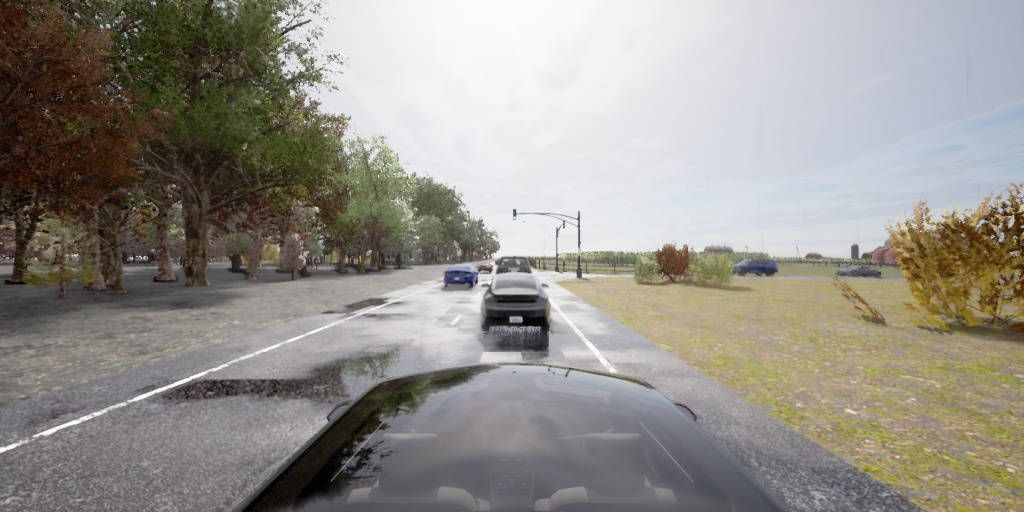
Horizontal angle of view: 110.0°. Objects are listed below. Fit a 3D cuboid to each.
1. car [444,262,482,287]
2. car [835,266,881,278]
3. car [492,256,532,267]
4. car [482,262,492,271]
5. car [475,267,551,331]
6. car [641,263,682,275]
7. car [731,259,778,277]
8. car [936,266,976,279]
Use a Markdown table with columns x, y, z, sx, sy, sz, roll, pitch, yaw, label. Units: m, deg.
| x | y | z | sx | sy | sz | roll | pitch | yaw | label |
| --- | --- | --- | --- | --- | --- | --- | --- | --- | --- |
| -3.400 | 1.259 | 24.644 | 1.882 | 1.535 | 5.008 | 0 | 0 | 0 | car |
| 41.288 | 1.869 | 42.809 | 4.181 | 1.385 | 1.994 | 1 | -1 | 1 | car |
| 0.110 | 0.998 | 22.914 | 2.150 | 2.045 | 5.566 | 0 | 0 | 0 | car |
| -3.411 | 1.406 | 44.975 | 1.895 | 1.301 | 4.718 | 0 | 0 | 0 | car |
| 0.098 | 1.269 | 11.060 | 1.837 | 1.490 | 4.892 | 0 | 0 | 0 | car |
| 17.978 | 1.555 | 42.959 | 4.892 | 1.490 | 1.837 | 1 | -1 | 1 | car |
| 28.653 | 1.388 | 42.896 | 5.566 | 2.045 | 2.150 | 1 | -1 | 0 | car |
| 48.924 | 1.850 | 39.205 | 4.674 | 1.442 | 1.812 | 1 | -1 | 0 | car |
